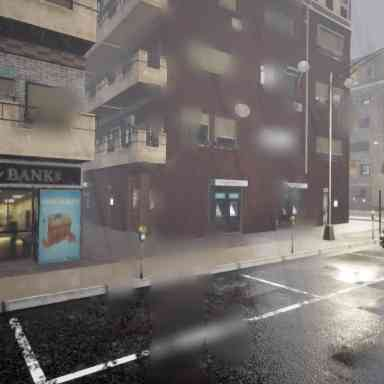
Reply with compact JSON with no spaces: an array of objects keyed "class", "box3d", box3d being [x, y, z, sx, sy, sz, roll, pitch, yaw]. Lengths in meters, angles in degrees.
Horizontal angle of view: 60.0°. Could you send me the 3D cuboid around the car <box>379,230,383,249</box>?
[{"class":"car","box3d":[9.086,1.554,13.120,4.403,1.369,2.008,0,1,-35]}]
